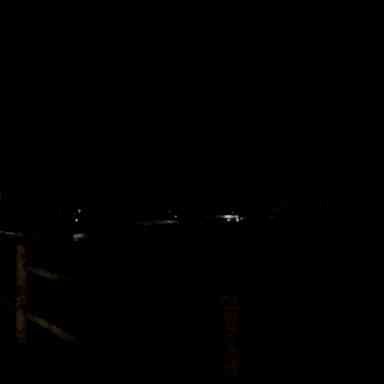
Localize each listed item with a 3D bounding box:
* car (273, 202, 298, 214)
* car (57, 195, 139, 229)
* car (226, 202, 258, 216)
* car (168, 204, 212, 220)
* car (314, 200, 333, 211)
[{"bbox_3d":[11.514,1.999,40.975,1.812,1.442,4.674,0,-1,36],"label":"car"},{"bbox_3d":[-5.982,1.241,21.954,2.150,2.045,5.566,0,-1,36],"label":"car"},{"bbox_3d":[5.990,1.912,38.360,2.033,1.411,5.357,0,-1,37],"label":"car"},{"bbox_3d":[-0.078,1.790,30.061,1.895,1.301,4.718,0,-1,36],"label":"car"},{"bbox_3d":[21.762,2.125,55.019,2.097,1.767,4.553,0,-1,38],"label":"car"}]
